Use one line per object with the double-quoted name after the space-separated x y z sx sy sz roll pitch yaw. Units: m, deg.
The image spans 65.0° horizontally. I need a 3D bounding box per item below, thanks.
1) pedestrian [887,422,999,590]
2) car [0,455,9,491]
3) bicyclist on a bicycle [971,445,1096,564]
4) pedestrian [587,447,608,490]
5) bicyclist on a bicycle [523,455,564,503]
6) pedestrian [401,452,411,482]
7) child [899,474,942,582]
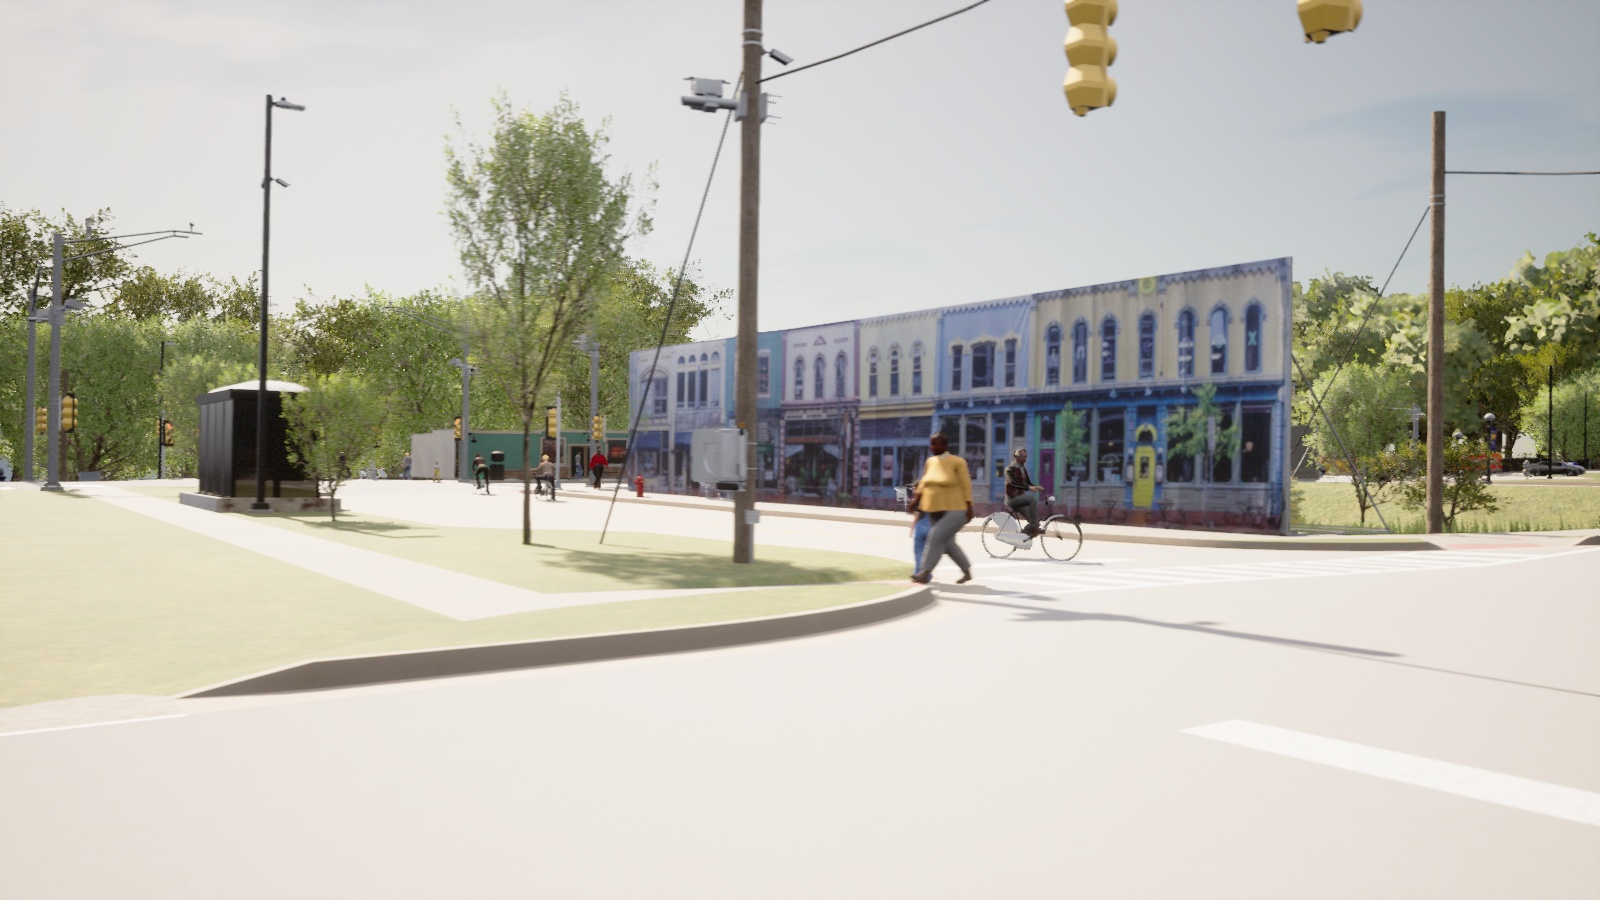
1.643 0.623 14.465 0.900 1.855 0.874 1 -1 -34 "pedestrian"
-34.285 0.903 49.147 5.357 1.411 2.033 0 0 -41 "car"
3.627 0.839 19.626 1.843 1.776 0.659 -2 -3 43 "bicyclist on a bicycle"
-8.695 0.804 53.924 0.634 1.844 0.899 1 -1 -28 "pedestrian"
-8.918 1.005 43.645 0.866 1.612 1.509 1 0 -34 "bicyclist on a bicycle"
-24.220 1.063 77.224 0.354 1.836 0.706 1 -1 -35 "pedestrian"
1.452 0.927 15.114 0.270 1.263 0.437 1 -1 -41 "child"
